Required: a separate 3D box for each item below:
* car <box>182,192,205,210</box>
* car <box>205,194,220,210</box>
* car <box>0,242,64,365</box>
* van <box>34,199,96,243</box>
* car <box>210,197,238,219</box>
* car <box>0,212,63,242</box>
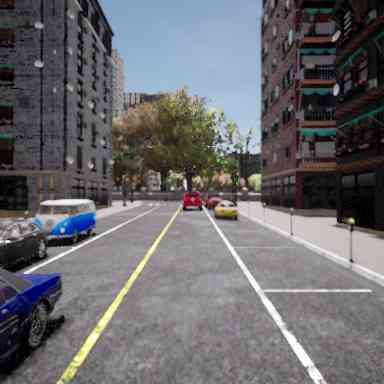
[{"bbox_3d":[0.078,0.987,39.058,2.150,2.045,5.566,0,0,0],"label":"car"},{"bbox_3d":[2.696,1.317,38.020,1.887,1.381,4.507,1,0,0],"label":"car"},{"bbox_3d":[-3.101,1.580,3.403,1.895,1.301,4.718,0,0,0],"label":"car"},{"bbox_3d":[-5.644,1.250,15.170,1.690,1.788,3.998,1,0,0],"label":"van"},{"bbox_3d":[2.698,1.364,26.797,1.752,1.417,4.829,1,0,0],"label":"car"},{"bbox_3d":[-5.647,1.494,9.476,2.008,1.369,4.403,1,0,0],"label":"car"}]
